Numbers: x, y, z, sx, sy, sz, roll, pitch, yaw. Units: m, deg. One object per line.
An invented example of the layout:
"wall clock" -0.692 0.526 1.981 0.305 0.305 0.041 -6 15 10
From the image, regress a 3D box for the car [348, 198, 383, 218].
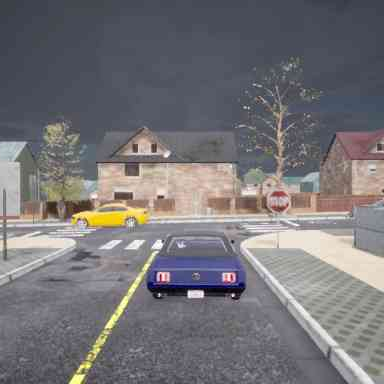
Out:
"car" 12.857 1.107 21.679 5.008 1.535 1.882 -1 1 0

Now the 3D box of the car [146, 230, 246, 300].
"car" 0.144 1.600 8.372 1.895 1.301 4.718 0 0 2

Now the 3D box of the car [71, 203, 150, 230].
"car" -5.248 1.533 21.661 5.008 1.535 1.882 -1 1 0

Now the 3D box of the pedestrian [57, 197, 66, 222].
"pedestrian" -9.641 1.258 24.560 0.375 1.860 0.375 0 2 0
